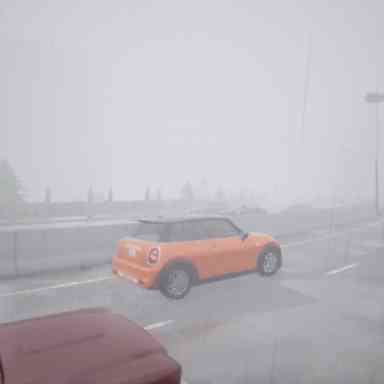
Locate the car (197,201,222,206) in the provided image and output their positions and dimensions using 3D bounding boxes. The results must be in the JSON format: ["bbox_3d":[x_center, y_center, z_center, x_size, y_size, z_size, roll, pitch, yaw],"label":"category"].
[{"bbox_3d":[1.691,1.558,29.488,1.837,1.490,4.892,0,0,41],"label":"car"}]

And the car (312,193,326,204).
[{"bbox_3d":[24.156,1.270,63.291,2.150,2.045,5.566,0,0,15],"label":"car"}]

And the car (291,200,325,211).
[{"bbox_3d":[8.914,1.589,27.198,1.994,1.385,4.181,0,0,40],"label":"car"}]

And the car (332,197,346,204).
[{"bbox_3d":[27.711,1.573,63.055,2.033,1.411,5.357,0,0,15],"label":"car"}]

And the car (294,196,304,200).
[{"bbox_3d":[21.429,1.598,66.873,2.033,1.411,5.357,0,0,15],"label":"car"}]

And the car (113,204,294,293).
[{"bbox_3d":[0.336,1.369,8.706,4.553,1.767,2.097,0,0,-39],"label":"car"}]

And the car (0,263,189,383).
[{"bbox_3d":[-2.339,1.614,2.210,4.718,1.301,1.895,0,0,-35],"label":"car"}]

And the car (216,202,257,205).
[{"bbox_3d":[4.310,1.641,27.115,1.895,1.301,4.718,0,0,41],"label":"car"}]
